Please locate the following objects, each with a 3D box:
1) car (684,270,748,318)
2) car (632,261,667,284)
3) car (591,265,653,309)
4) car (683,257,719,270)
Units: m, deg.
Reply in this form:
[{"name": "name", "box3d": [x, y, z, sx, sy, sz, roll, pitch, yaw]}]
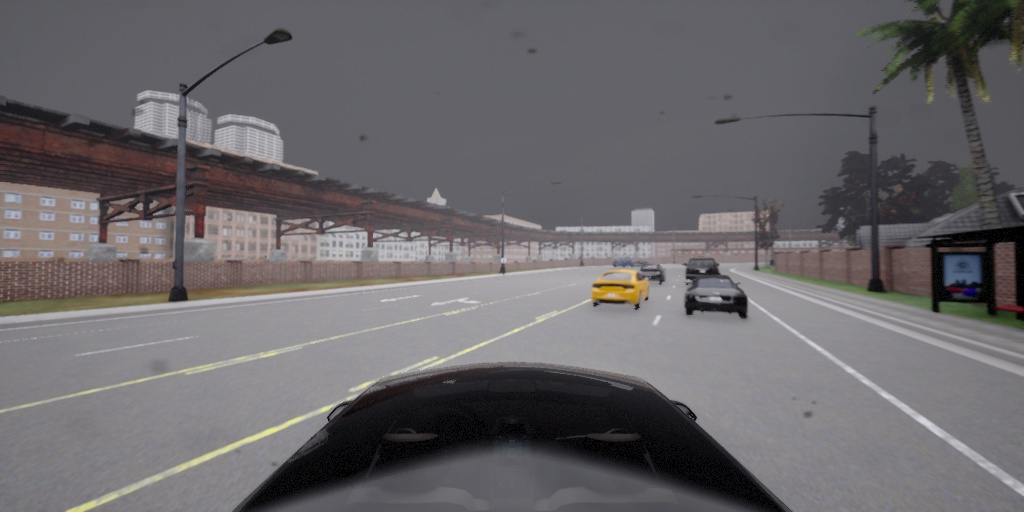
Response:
[{"name": "car", "box3d": [7.766, 1.420, 13.876, 1.994, 1.385, 4.181, 0, 0, 27]}, {"name": "car", "box3d": [11.260, 1.403, 28.851, 2.128, 1.511, 4.902, 0, 0, 27]}, {"name": "car", "box3d": [4.960, 1.359, 16.085, 1.882, 1.535, 5.008, 0, 0, 27]}, {"name": "car", "box3d": [13.981, 1.112, 26.482, 2.150, 2.045, 5.566, 0, 0, 26]}]
